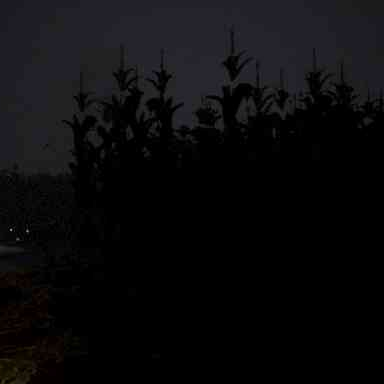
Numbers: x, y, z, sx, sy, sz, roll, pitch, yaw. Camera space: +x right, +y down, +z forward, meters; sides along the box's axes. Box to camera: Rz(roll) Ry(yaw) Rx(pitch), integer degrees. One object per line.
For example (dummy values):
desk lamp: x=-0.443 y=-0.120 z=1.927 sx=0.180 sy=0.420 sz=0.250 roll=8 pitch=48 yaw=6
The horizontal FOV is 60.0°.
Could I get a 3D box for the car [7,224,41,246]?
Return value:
car: x=-6.653 y=1.848 z=16.926 sx=1.895 sy=1.301 sz=4.718 roll=-1 pitch=-1 yaw=35
